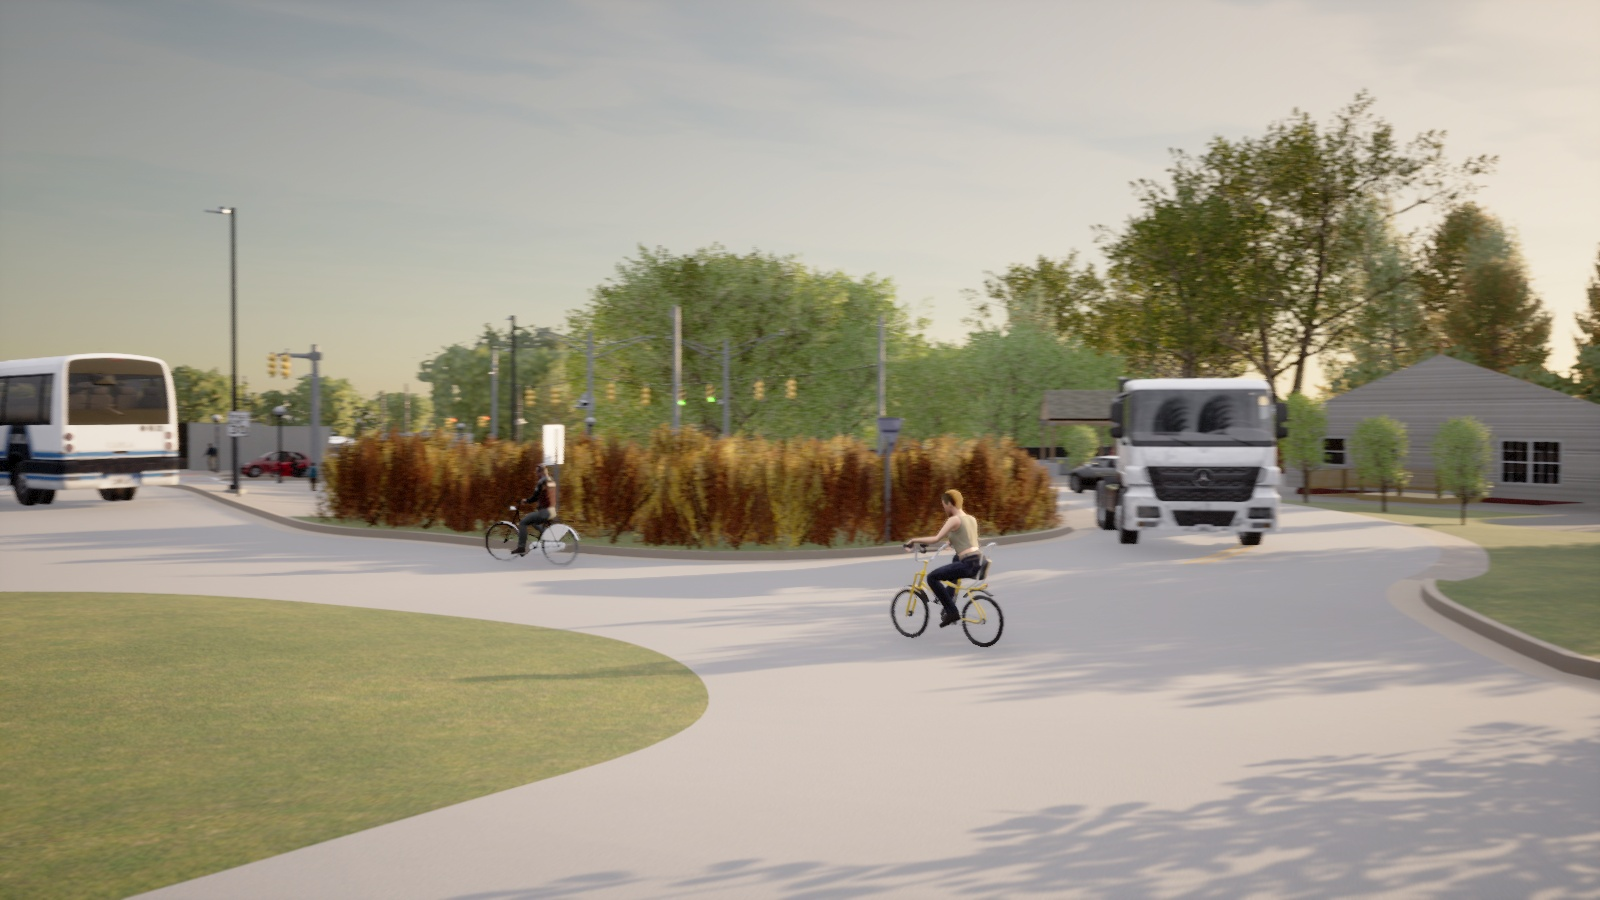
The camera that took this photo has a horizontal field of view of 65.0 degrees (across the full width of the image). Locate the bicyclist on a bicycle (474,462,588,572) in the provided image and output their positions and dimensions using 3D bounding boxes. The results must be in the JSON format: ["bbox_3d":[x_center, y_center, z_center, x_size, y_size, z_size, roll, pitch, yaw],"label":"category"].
[{"bbox_3d":[-4.702,1.149,21.966,1.843,1.776,0.659,2,2,20],"label":"bicyclist on a bicycle"}]

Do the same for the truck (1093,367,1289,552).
[{"bbox_3d":[8.297,0.146,27.663,2.891,3.462,7.936,0,0,8],"label":"truck"}]

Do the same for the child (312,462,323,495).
[{"bbox_3d":[-17.701,1.034,46.065,0.343,1.192,0.448,-1,1,-24],"label":"child"}]

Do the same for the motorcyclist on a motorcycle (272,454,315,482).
[{"bbox_3d":[-28.164,0.986,69.851,2.044,1.523,0.797,1,0,-36],"label":"motorcyclist on a motorcycle"}]

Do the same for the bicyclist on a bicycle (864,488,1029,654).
[{"bbox_3d":[1.523,1.214,13.173,1.509,1.612,0.866,-1,-1,45],"label":"bicyclist on a bicycle"}]

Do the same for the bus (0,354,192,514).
[{"bbox_3d":[-23.044,-0.512,38.252,10.273,4.253,3.944,0,2,38],"label":"bus"}]

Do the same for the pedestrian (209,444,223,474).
[{"bbox_3d":[-36.158,0.562,77.704,0.370,1.835,0.726,0,1,20],"label":"pedestrian"}]

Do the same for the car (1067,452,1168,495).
[{"bbox_3d":[11.914,0.855,47.362,1.970,1.475,3.806,-1,1,-17],"label":"car"}]

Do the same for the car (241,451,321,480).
[{"bbox_3d":[-30.212,0.910,73.090,3.988,1.617,1.851,1,-1,-33],"label":"car"}]
